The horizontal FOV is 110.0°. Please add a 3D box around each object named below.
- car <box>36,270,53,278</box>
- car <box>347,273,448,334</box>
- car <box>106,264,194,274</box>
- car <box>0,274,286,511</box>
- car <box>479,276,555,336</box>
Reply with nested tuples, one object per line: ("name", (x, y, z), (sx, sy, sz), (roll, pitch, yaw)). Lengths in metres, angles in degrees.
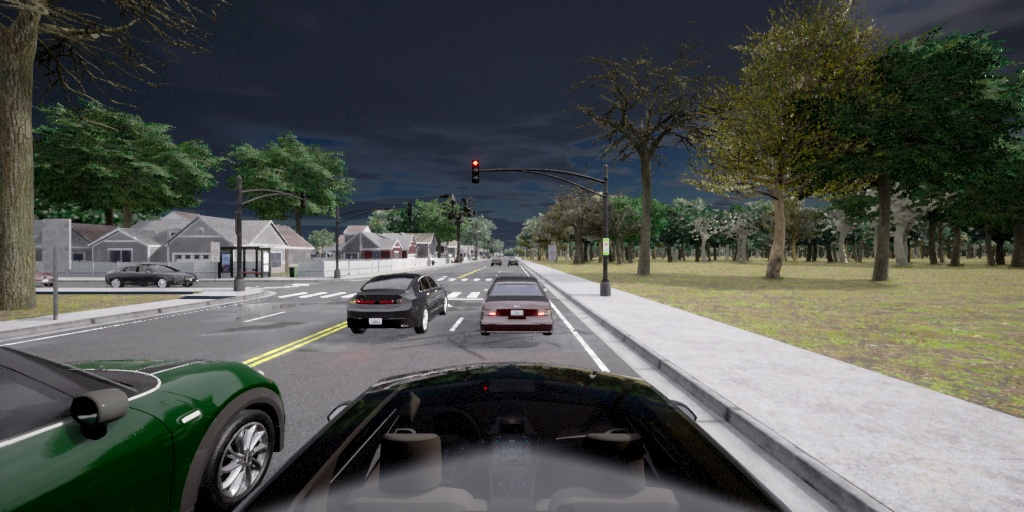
("car", (-32.201, 1.322, 22.967), (4.674, 1.442, 1.812), (0, 0, 0))
("car", (-3.145, 1.254, 10.661), (1.837, 1.490, 4.892), (0, 0, 0))
("car", (-22.913, 1.286, 22.893), (4.892, 1.490, 1.837), (0, 0, 0))
("car", (-3.148, 1.102, 1.463), (2.097, 1.767, 4.553), (0, 0, 0))
("car", (0.112, 1.297, 10.410), (2.033, 1.411, 5.357), (0, 0, 0))
